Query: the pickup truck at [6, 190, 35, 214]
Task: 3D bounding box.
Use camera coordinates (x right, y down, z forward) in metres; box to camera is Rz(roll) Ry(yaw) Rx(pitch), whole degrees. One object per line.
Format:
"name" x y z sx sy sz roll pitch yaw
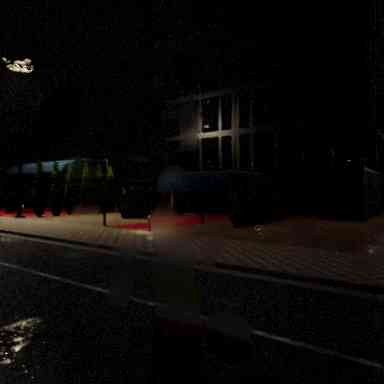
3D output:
"pickup truck" -15.863 0.840 31.305 2.390 2.098 6.274 0 0 -24
